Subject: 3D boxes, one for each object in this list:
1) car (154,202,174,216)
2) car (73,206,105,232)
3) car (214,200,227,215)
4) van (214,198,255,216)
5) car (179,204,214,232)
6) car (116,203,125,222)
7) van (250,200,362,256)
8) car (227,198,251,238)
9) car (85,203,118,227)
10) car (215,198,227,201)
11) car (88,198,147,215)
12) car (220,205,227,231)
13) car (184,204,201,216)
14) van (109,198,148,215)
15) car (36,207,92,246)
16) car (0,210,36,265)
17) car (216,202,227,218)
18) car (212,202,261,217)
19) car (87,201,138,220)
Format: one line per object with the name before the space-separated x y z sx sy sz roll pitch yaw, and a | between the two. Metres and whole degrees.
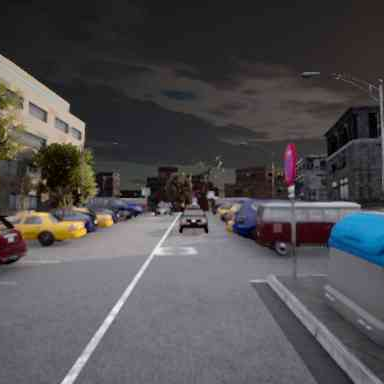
car | -3.083 1.905 37.164 2.128 1.511 4.902 0 -1 0
car | -7.678 1.708 18.490 4.792 1.488 2.163 0 -1 0
car | 4.866 1.794 29.804 5.366 1.575 1.946 0 -1 0
van | 4.797 1.690 38.291 4.442 1.987 1.878 0 -1 0
car | 0.101 1.783 22.057 2.033 1.411 5.357 0 -1 0
car | -7.679 1.767 24.078 4.792 1.488 2.163 0 -1 0
van | 4.798 1.395 13.186 4.442 1.987 1.878 0 -1 0
car | 4.709 1.399 15.978 5.566 2.045 2.435 0 -1 0
car | -7.835 1.705 21.285 5.366 1.575 1.946 0 -1 0
car | 4.649 1.703 32.724 4.553 1.767 2.185 0 -1 0
car | -7.621 1.576 32.461 5.566 2.045 2.435 0 -1 0
car | 4.495 1.676 18.640 5.366 1.575 1.946 0 -1 0
car | 0.099 2.069 39.510 1.895 1.301 4.718 0 -2 0
van | -7.766 1.757 40.815 4.442 1.987 1.878 0 -1 0
car | -7.835 1.646 15.698 5.366 1.575 1.946 0 -1 0
car | -7.617 1.464 10.110 4.553 1.767 2.185 0 -1 0
car | 4.652 1.797 27.012 4.792 1.488 2.163 0 -1 0
car | 4.686 1.863 35.512 5.008 1.535 2.097 0 -1 0
car | -7.620 1.827 29.665 4.792 1.488 2.163 0 -1 0
